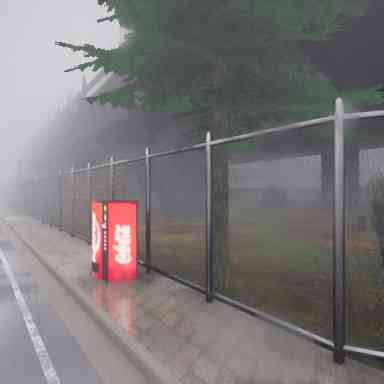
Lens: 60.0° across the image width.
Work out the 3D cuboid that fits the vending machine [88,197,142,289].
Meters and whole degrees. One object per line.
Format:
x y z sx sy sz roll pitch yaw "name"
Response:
-1.936 1.195 8.332 1.100 2.100 0.880 0 0 -33 "vending machine"
